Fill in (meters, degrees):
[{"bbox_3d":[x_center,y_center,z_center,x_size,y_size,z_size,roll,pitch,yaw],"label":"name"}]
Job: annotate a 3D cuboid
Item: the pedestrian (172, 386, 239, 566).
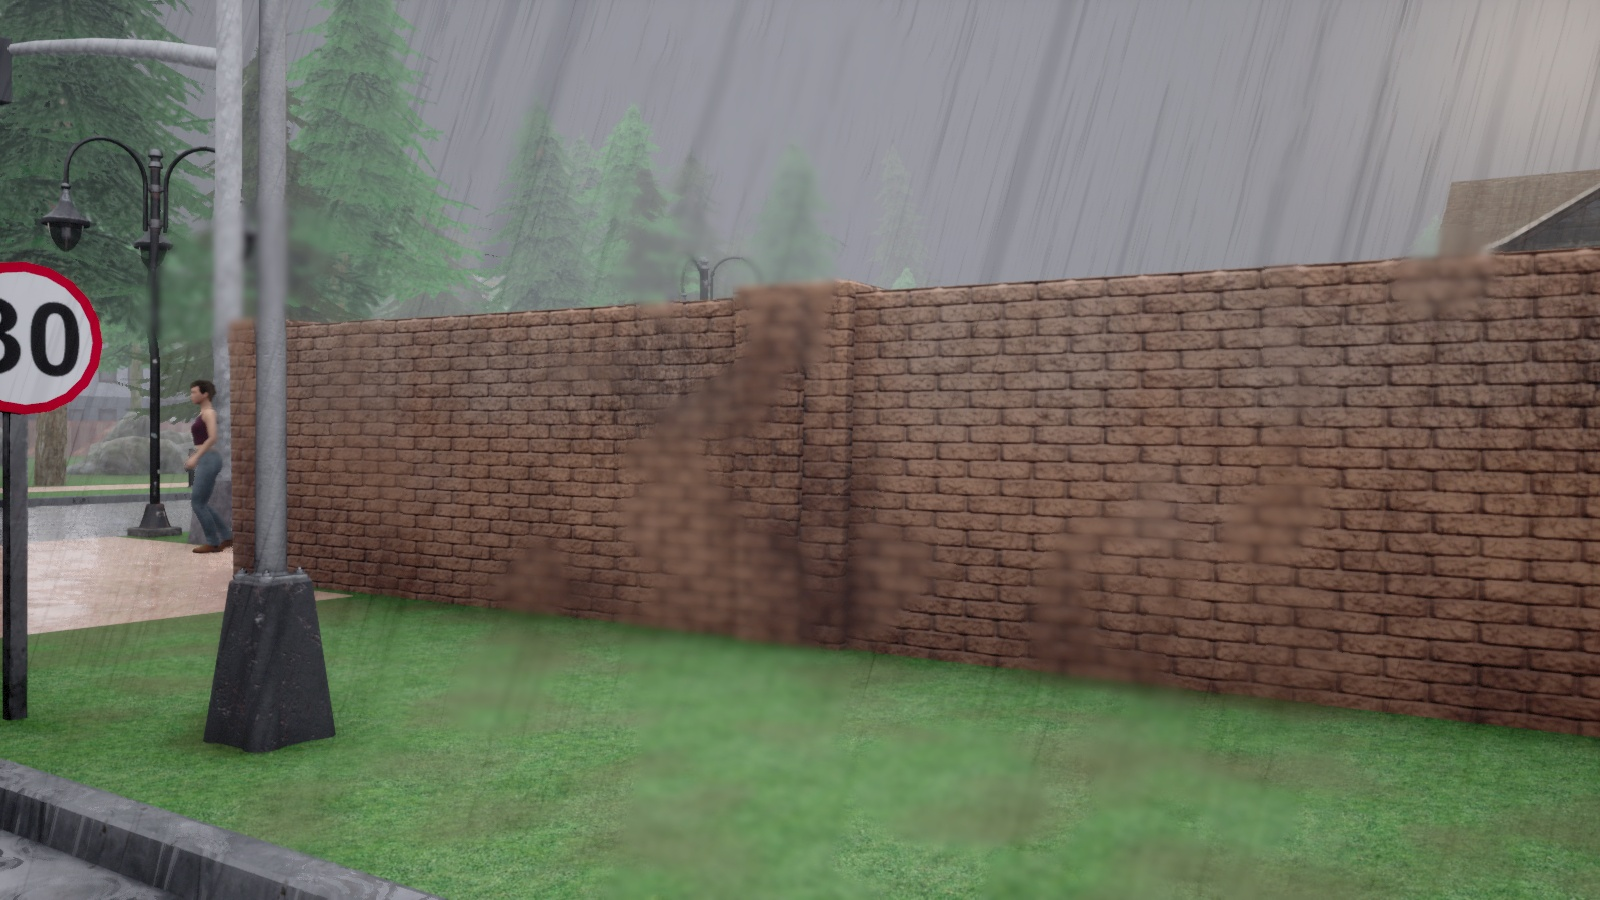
[{"bbox_3d":[-6.190,0.260,13.075,0.594,1.836,0.345,-1,1,-26],"label":"pedestrian"}]
